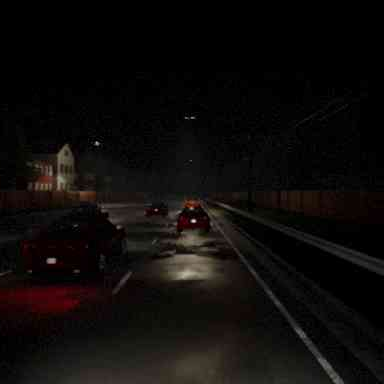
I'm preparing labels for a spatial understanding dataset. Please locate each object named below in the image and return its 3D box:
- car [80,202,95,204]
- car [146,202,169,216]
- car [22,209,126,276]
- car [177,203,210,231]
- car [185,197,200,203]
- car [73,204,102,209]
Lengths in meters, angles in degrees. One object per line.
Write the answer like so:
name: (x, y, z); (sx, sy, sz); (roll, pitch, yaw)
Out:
car: (-10.405, 1.675, 33.307); (1.994, 1.385, 4.181); (0, 0, 0)
car: (-3.405, 1.676, 33.443); (1.994, 1.385, 4.181); (0, 0, 0)
car: (-3.403, 1.513, 10.534); (1.882, 1.535, 5.008); (0, 0, 0)
car: (0.095, 1.634, 21.056); (1.994, 1.385, 4.181); (0, 0, 0)
car: (0.091, 1.509, 47.370); (2.097, 1.767, 4.553); (0, 0, 0)
car: (-6.903, 1.674, 22.001); (1.895, 1.301, 4.718); (0, 0, 0)
